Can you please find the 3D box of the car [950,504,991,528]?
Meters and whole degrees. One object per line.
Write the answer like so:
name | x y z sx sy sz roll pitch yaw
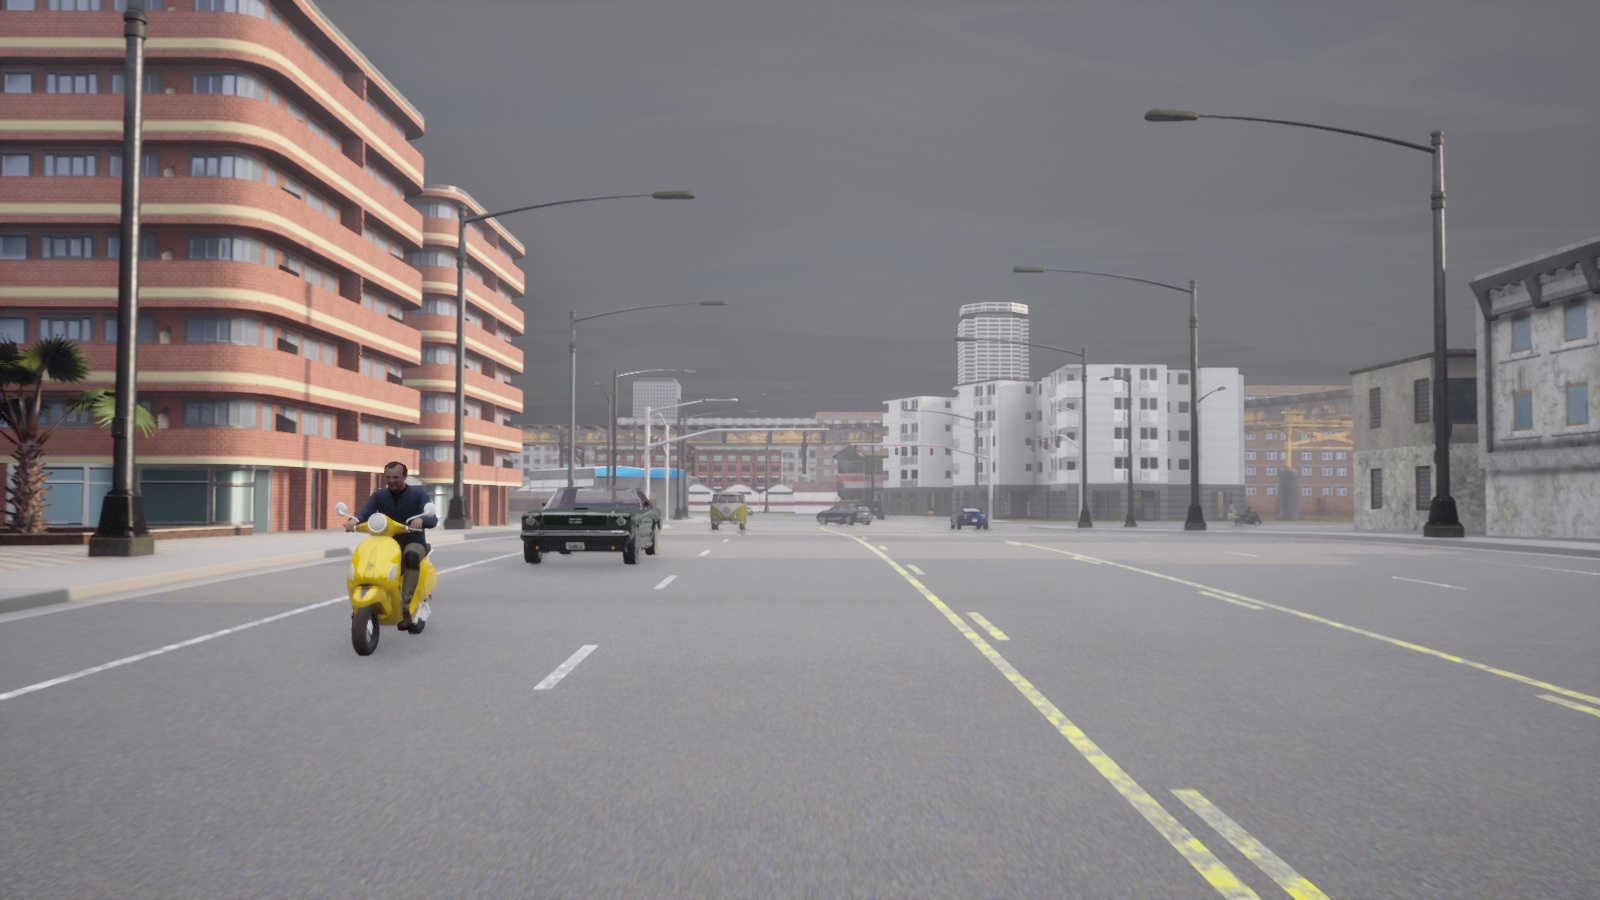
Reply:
car | 10.291 3.998 76.205 1.812 1.442 4.674 0 -3 0

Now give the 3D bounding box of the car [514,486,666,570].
car | -3.566 1.301 22.177 1.895 1.301 4.718 0 -2 0

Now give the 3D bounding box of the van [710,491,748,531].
van | -3.686 3.208 65.676 1.775 1.987 4.442 0 -3 0

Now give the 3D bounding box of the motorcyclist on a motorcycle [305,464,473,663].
motorcyclist on a motorcycle | -3.527 0.920 10.953 0.866 1.590 1.817 0 -1 0

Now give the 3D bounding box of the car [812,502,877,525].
car | 3.250 4.665 92.250 2.033 1.649 4.856 2 -4 -40
